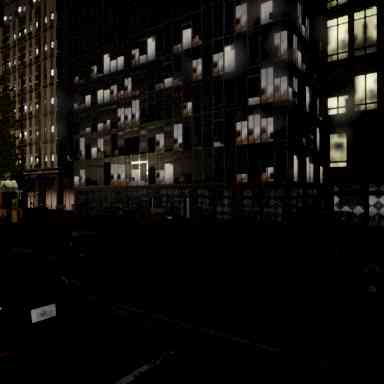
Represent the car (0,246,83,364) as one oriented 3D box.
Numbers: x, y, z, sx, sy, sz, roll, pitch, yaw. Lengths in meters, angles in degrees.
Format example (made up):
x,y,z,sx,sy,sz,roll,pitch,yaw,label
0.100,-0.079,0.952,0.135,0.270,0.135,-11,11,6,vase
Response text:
x,y,z,sx,sy,sz,roll,pitch,yaw,label
-3.566,1.566,5.414,4.313,1.339,1.947,0,0,35,car
